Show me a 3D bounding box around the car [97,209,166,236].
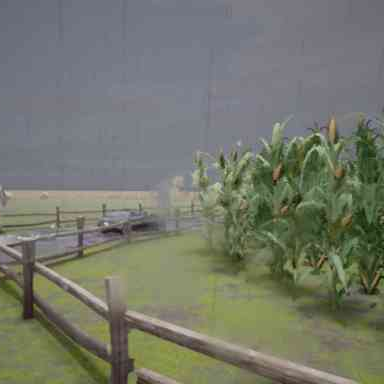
[{"bbox_3d":[-3.349,1.642,19.087,1.994,1.385,4.181,1,0,35],"label":"car"}]
